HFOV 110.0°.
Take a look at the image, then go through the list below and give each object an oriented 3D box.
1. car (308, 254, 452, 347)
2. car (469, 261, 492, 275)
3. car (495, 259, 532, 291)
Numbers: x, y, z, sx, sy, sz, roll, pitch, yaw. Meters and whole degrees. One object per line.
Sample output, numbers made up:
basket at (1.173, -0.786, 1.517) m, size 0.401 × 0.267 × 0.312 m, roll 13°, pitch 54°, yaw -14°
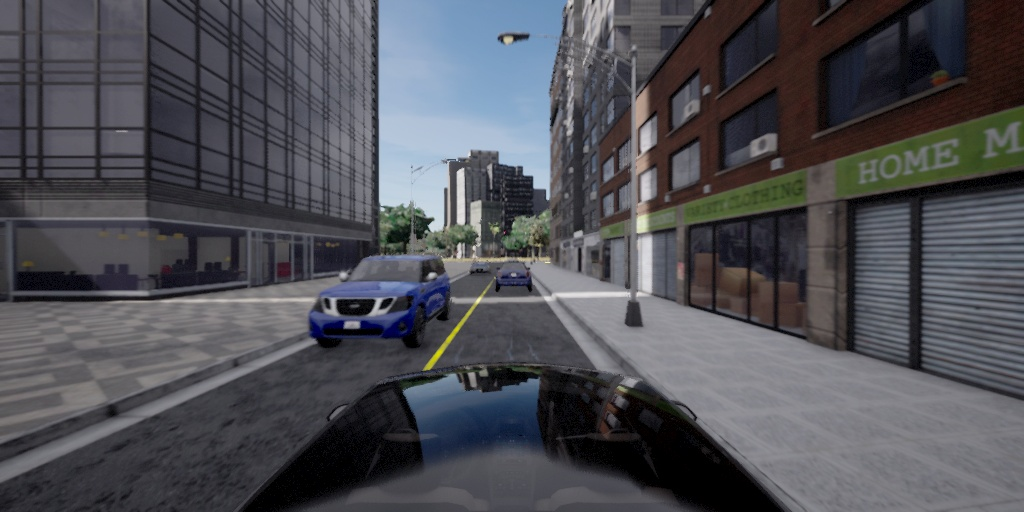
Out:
car at (-3.056, 0.972, 9.667) m, size 2.150 × 2.045 × 5.566 m, roll 0°, pitch 0°, yaw 0°
car at (-3.093, 1.187, 36.041) m, size 1.994 × 1.385 × 4.181 m, roll 0°, pitch 1°, yaw 0°
car at (0.097, 1.075, 22.067) m, size 2.097 × 1.767 × 4.553 m, roll 0°, pitch 0°, yaw 0°
